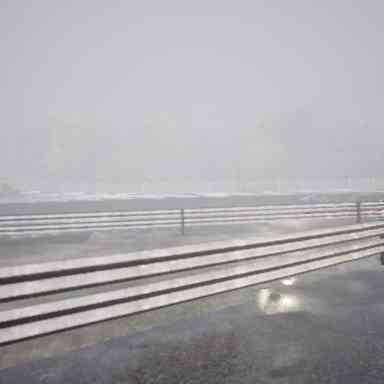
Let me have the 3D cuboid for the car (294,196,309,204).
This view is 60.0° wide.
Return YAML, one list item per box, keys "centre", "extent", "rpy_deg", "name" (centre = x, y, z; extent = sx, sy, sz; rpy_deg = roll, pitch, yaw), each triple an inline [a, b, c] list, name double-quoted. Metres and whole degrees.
- centre: [12.008, 0.998, 31.432]
  extent: [4.674, 1.442, 1.812]
  rpy_deg: [-2, 1, -11]
  name: "car"

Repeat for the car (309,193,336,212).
- centre: [12.734, 0.844, 28.009]
  extent: [4.553, 1.767, 2.097]
  rpy_deg: [-2, 1, -11]
  name: "car"

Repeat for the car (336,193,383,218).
- centre: [13.559, 0.861, 24.605]
  extent: [4.553, 1.767, 2.097]
  rpy_deg: [-2, 1, -11]
  name: "car"
